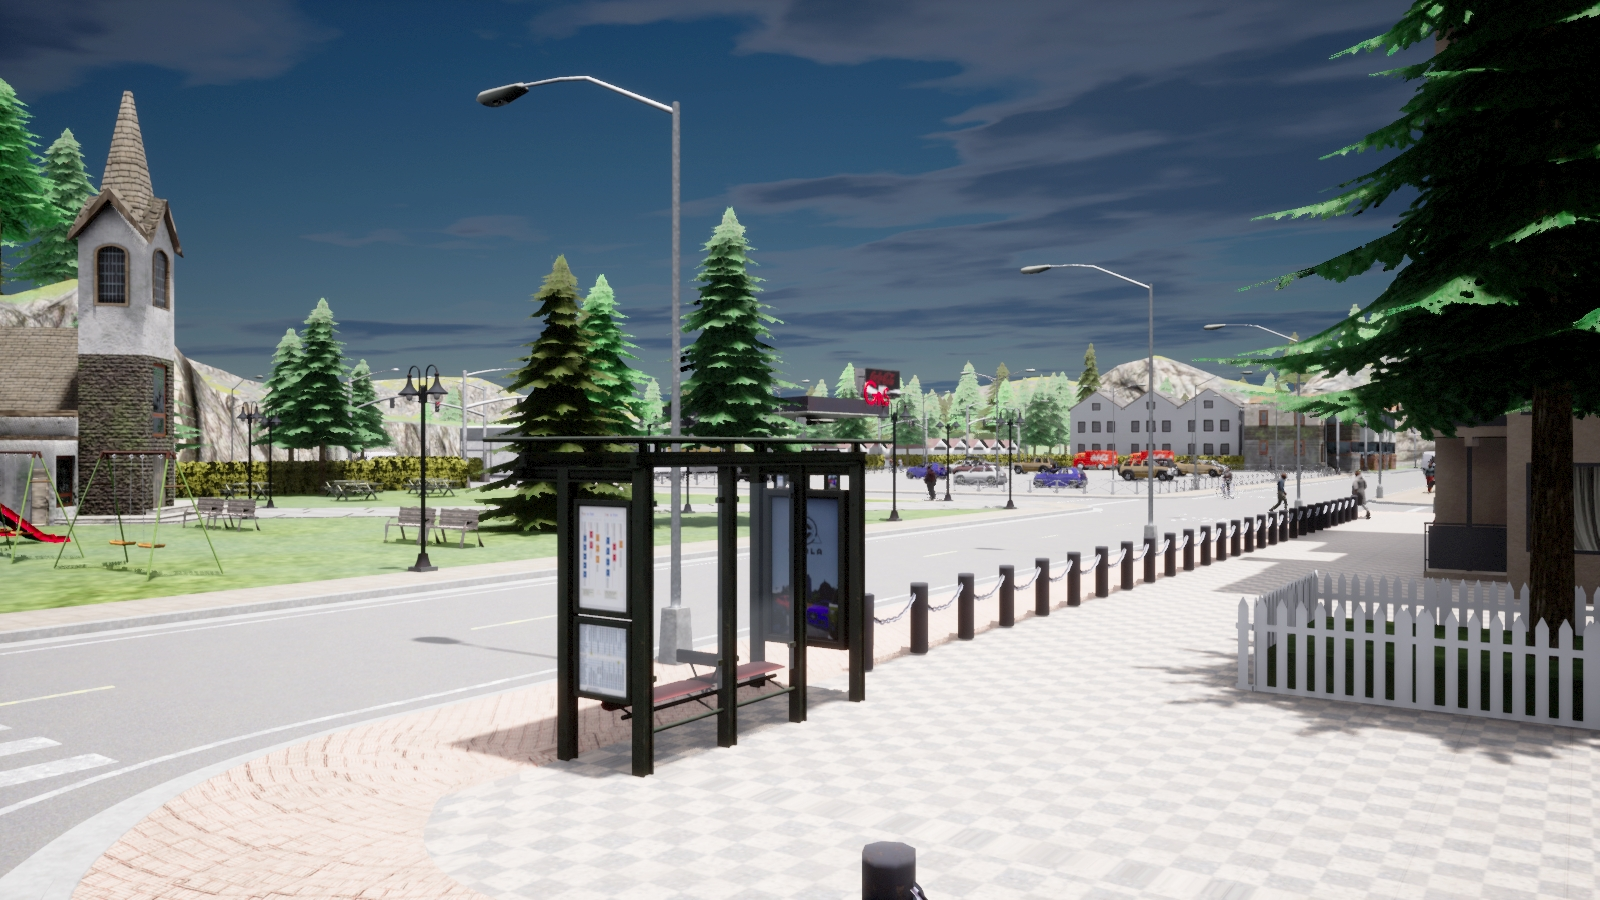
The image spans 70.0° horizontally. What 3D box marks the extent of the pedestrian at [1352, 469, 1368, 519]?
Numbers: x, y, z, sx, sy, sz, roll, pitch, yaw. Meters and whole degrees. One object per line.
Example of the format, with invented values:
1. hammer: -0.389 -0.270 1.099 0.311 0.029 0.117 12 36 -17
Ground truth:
1. pedestrian: 21.402 1.674 43.649 0.375 1.860 0.375 0 0 -18

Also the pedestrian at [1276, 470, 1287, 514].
1. pedestrian: 20.933 1.824 49.656 0.375 1.860 0.375 0 0 32

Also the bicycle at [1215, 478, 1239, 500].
1. bicycle: 23.950 2.186 64.077 1.835 1.171 0.329 0 -2 -39

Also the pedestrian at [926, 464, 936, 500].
1. pedestrian: 6.780 1.674 59.331 0.375 1.860 0.375 0 0 39

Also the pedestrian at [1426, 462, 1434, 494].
1. pedestrian: 37.653 1.670 68.279 0.375 1.860 0.375 0 0 30
